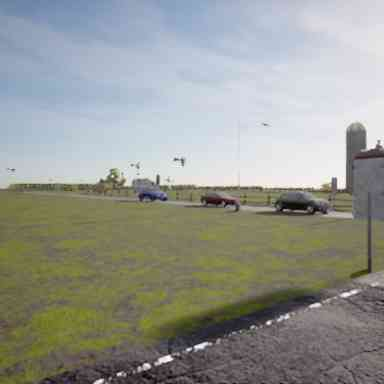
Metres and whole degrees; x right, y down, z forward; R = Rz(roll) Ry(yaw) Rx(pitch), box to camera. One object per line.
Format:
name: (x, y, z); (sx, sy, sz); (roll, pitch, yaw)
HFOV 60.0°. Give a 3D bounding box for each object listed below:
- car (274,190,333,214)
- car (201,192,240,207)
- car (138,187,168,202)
car: (8.982, 0.768, 26.970); (2.097, 1.767, 4.553); (0, 1, -36)
car: (2.936, 0.748, 35.289); (1.882, 1.535, 5.008); (0, 1, -36)
car: (-5.575, 0.282, 47.020); (2.150, 2.045, 5.566); (0, 2, -36)
